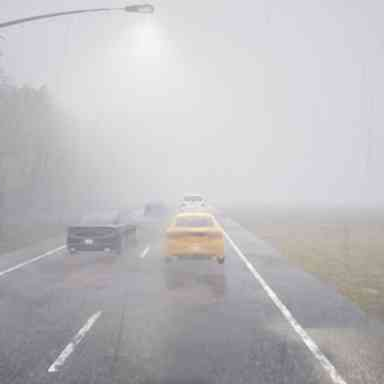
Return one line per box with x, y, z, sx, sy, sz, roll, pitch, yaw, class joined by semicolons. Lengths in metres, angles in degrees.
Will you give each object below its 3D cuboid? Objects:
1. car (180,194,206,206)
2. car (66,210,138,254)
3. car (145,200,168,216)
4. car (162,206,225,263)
0.095;1.216;29.867;2.150;2.045;5.566;0;0;0;car
-3.412;1.474;13.512;1.882;1.535;5.008;0;0;0;car
-3.406;1.471;32.305;1.882;1.535;5.008;0;0;0;car
0.085;1.475;12.061;1.882;1.535;5.008;0;0;0;car
